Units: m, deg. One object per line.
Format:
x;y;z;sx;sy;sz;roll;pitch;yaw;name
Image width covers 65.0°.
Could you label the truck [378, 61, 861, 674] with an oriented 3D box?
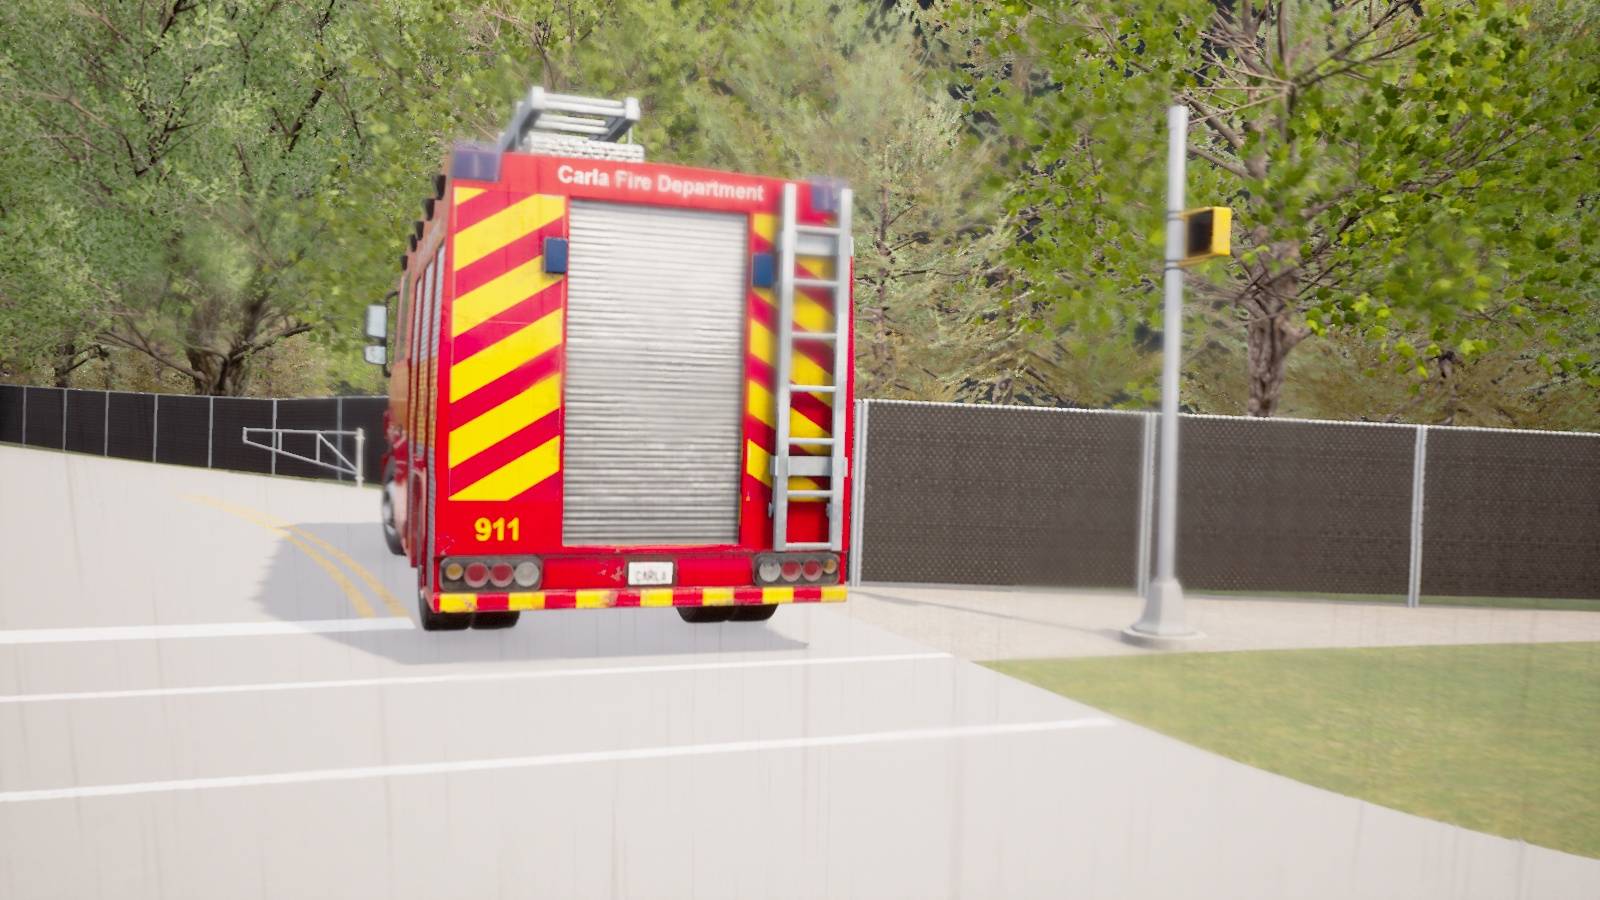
-2.450;-0.618;12.319;2.891;3.827;8.468;1;1;-20;truck
